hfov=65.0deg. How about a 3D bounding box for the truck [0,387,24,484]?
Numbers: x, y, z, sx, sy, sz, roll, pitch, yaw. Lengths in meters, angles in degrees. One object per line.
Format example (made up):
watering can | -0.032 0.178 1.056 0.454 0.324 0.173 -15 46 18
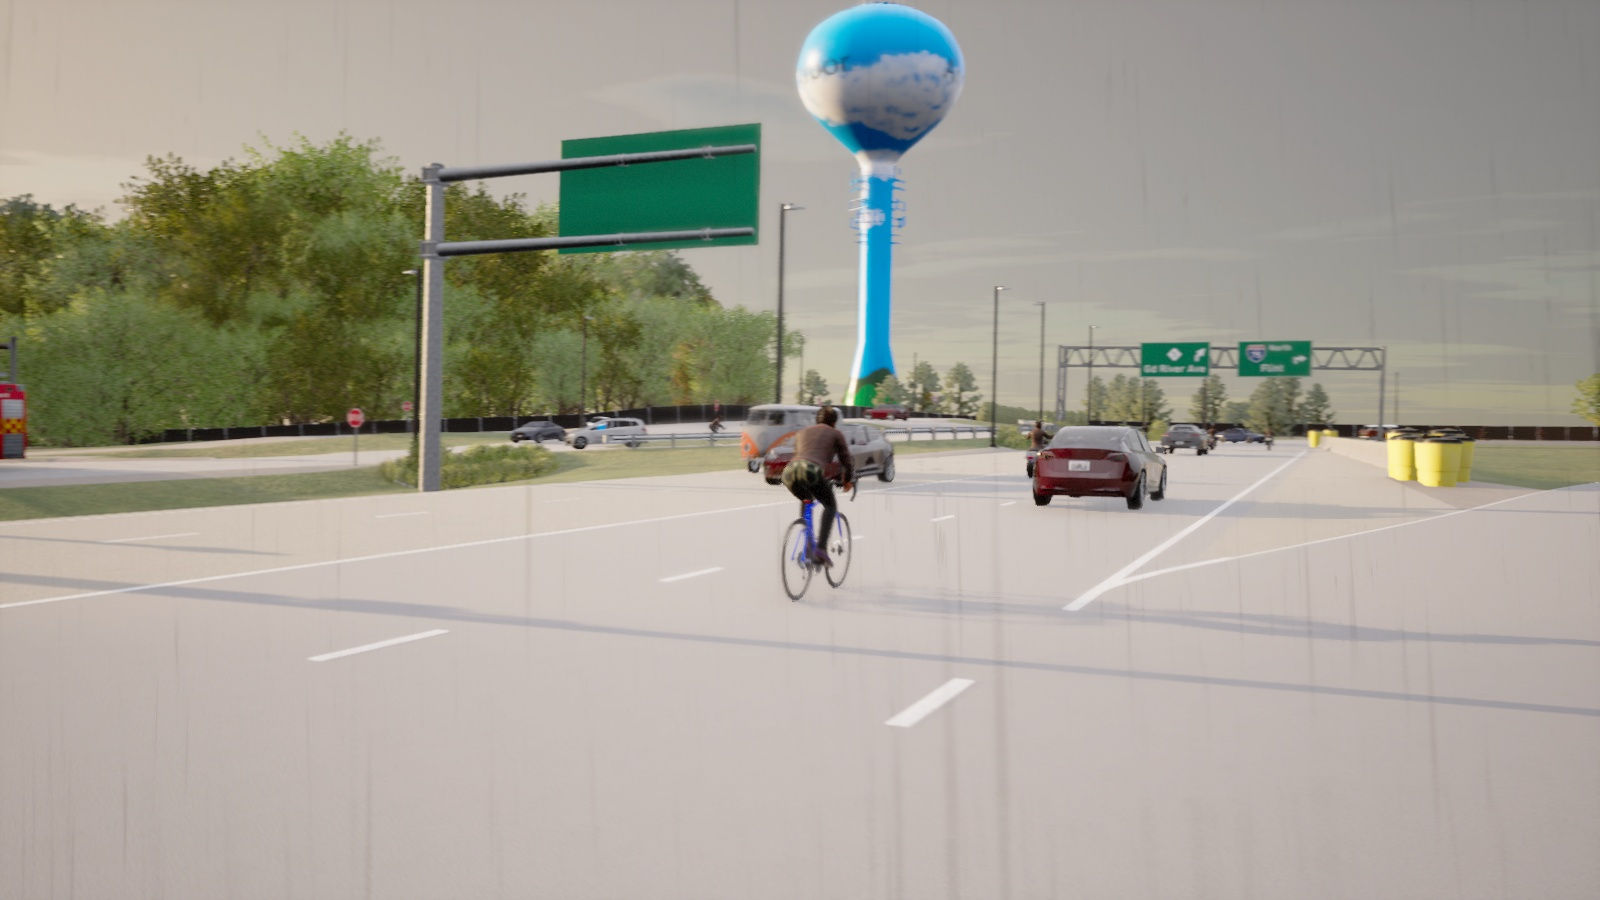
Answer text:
truck | -33.914 -0.470 46.652 2.891 3.827 8.468 0 2 22

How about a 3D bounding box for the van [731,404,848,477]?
van | -0.226 -0.309 36.742 1.775 1.987 4.442 0 1 23

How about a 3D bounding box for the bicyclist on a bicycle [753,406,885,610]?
bicyclist on a bicycle | 0.198 0.447 10.839 0.582 1.620 1.656 0 1 22

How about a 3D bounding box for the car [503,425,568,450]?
car | -17.189 -0.862 81.785 1.994 1.385 4.181 0 4 24

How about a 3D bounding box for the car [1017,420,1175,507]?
car | 5.792 0.175 24.101 2.163 1.488 4.792 0 1 23

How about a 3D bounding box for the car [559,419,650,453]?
car | -10.817 -0.776 69.409 4.611 1.667 2.242 -3 1 -16

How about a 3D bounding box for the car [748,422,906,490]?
car | 0.770 0.073 30.164 2.163 1.488 4.792 0 1 23

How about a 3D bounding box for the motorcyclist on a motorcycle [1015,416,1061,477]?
motorcyclist on a motorcycle | 6.646 -0.112 35.010 0.766 1.649 2.350 0 1 23

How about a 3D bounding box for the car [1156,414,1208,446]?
car | 20.741 -1.082 68.017 2.152 1.651 5.027 0 1 23
